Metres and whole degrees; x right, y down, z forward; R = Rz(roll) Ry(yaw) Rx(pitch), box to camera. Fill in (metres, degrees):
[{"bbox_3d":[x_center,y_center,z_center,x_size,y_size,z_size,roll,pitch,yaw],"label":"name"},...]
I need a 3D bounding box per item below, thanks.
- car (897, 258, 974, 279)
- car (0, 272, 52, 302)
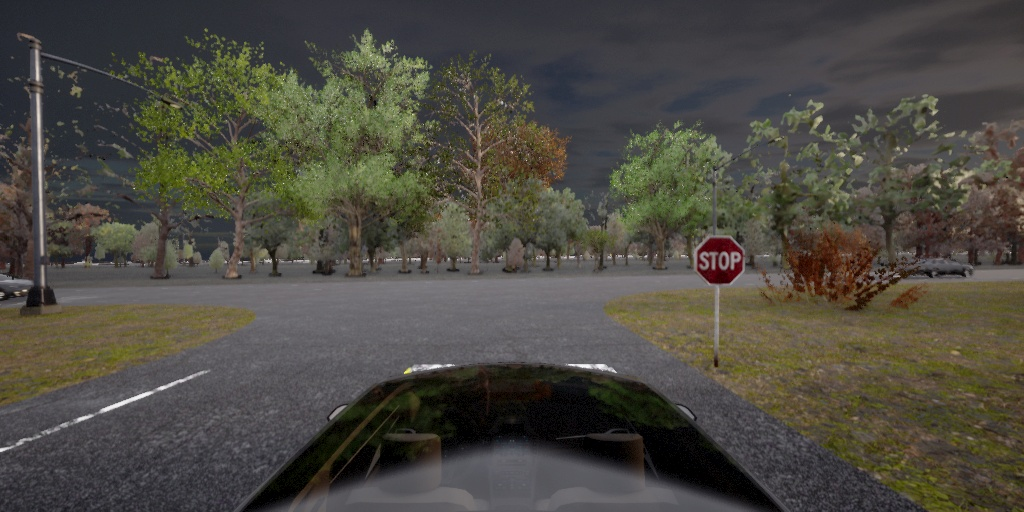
[{"bbox_3d":[31.740,0.871,26.877,4.902,1.511,2.128,-1,1,-7],"label":"car"},{"bbox_3d":[-26.593,1.522,17.995,4.892,1.490,1.837,-1,1,-11],"label":"car"}]
